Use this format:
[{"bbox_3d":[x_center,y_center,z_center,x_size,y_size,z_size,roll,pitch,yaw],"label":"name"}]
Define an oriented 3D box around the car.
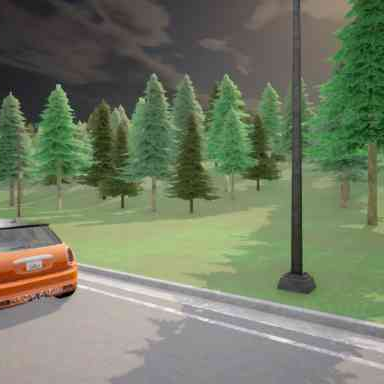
[{"bbox_3d":[-4.586,1.352,7.265,4.553,1.767,2.097,0,0,36],"label":"car"}]
